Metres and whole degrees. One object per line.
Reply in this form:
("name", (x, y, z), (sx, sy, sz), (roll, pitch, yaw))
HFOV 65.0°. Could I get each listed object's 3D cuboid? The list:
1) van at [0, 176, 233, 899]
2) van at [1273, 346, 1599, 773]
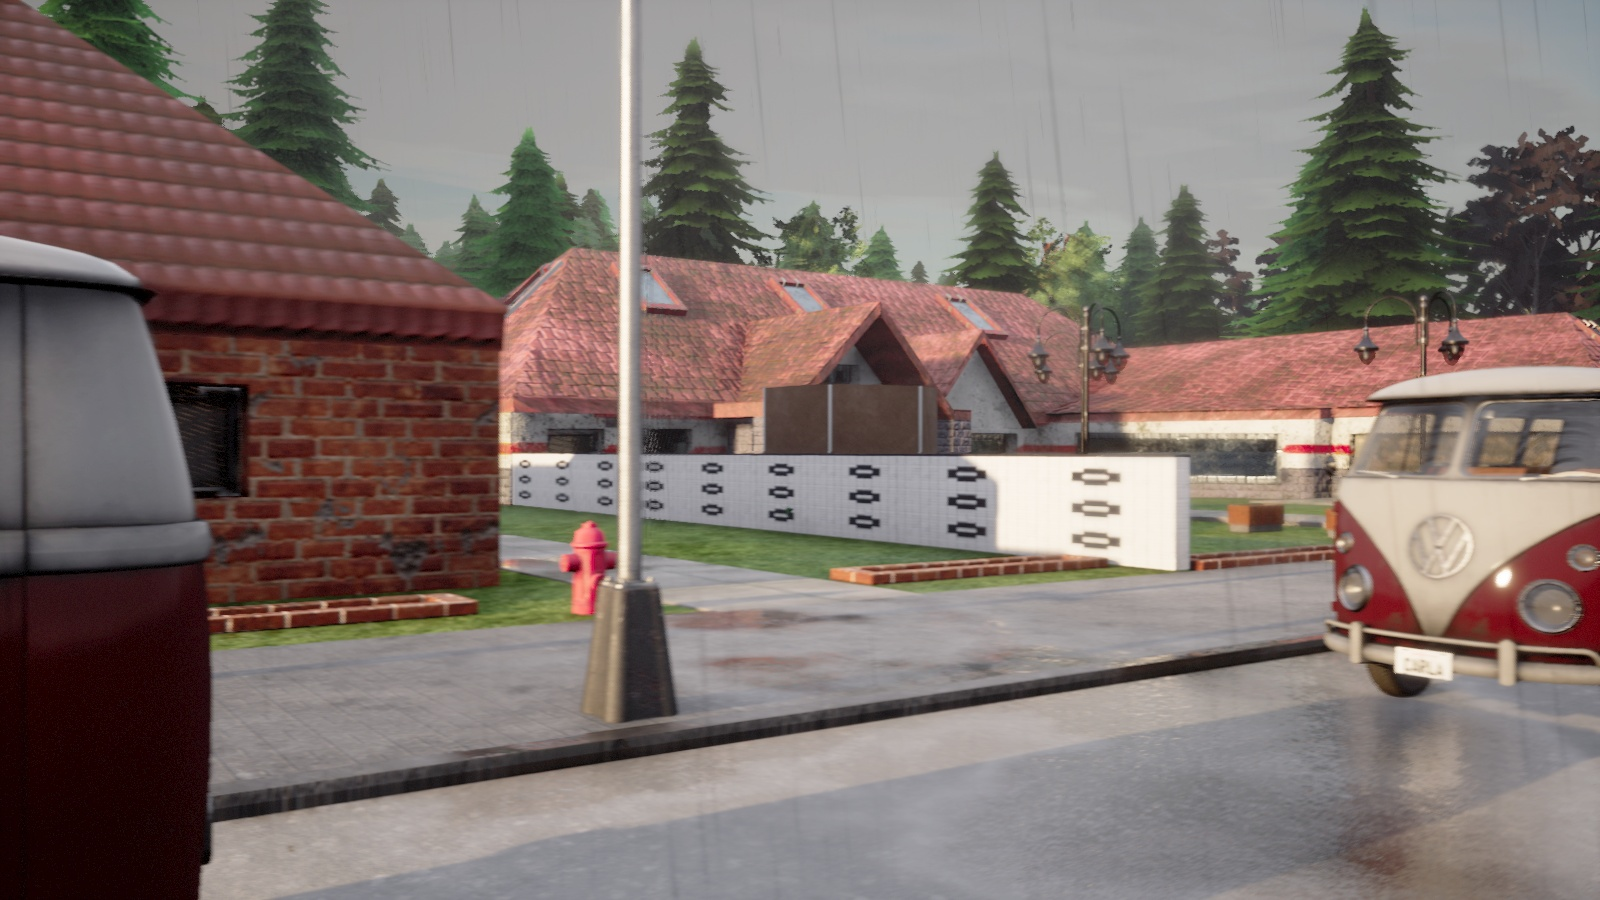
("van", (-3.426, 0.511, 1.885), (4.442, 1.987, 1.775), (0, 0, -35))
("van", (5.068, 0.504, 7.796), (4.442, 1.987, 1.775), (0, 0, -35))
